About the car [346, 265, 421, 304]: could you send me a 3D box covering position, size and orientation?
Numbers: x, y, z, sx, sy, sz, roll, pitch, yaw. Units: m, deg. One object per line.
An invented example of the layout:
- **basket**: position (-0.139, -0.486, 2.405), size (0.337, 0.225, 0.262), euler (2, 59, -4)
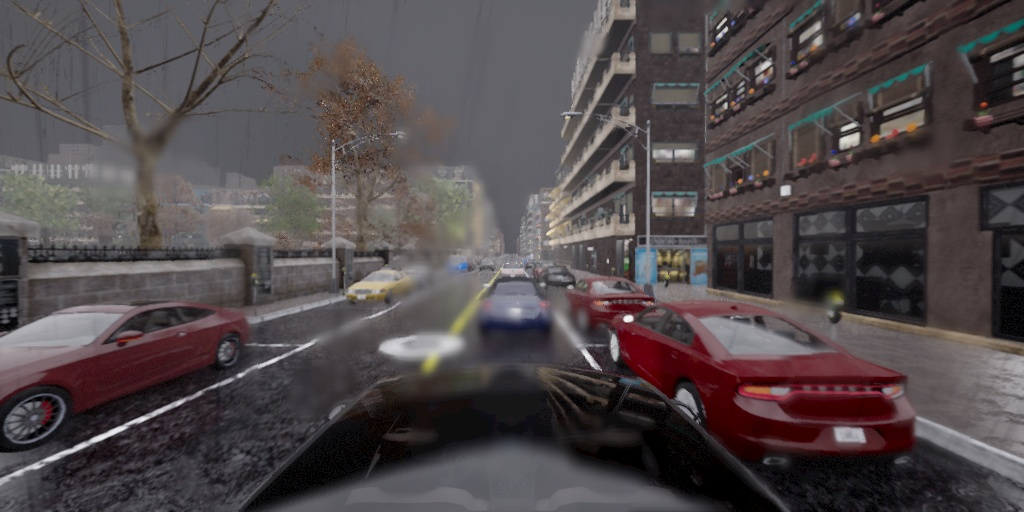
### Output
- **car**: position (-5.693, 1.223, 15.980), size (1.751, 1.417, 4.829), euler (0, 0, 0)

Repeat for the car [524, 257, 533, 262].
- **car**: position (2.681, 1.150, 49.363), size (1.948, 1.339, 4.313), euler (0, 0, 0)

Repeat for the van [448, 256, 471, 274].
- **van**: position (-5.697, 0.962, 38.290), size (1.690, 1.789, 3.998), euler (0, 0, 0)

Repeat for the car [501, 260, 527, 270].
- **car**: position (0.091, 1.249, 30.493), size (1.895, 1.301, 4.718), euler (0, 0, 1)

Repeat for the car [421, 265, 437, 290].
- **car**: position (-5.694, 1.229, 21.685), size (2.007, 1.370, 4.403), euler (0, 0, 0)

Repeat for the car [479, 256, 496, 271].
- **car**: position (-3.014, 1.112, 44.510), size (1.837, 1.490, 4.892), euler (0, 0, 0)

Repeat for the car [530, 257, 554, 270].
- **car**: position (2.685, 1.099, 27.222), size (1.967, 1.591, 4.097), euler (0, 0, 0)

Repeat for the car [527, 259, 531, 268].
- **car**: position (2.684, 1.206, 32.758), size (1.948, 1.339, 4.313), euler (0, 0, 0)

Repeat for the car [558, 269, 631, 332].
- **car**: position (2.689, 1.262, 10.617), size (1.888, 1.381, 4.507), euler (0, 0, 0)

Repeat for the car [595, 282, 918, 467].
- **car**: position (2.690, 1.282, 5.082), size (1.888, 1.381, 4.507), euler (0, 0, 0)

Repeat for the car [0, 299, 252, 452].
- **car**: position (-5.691, 1.319, 5.080), size (1.802, 1.307, 4.207), euler (0, 0, 0)

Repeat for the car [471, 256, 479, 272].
- **car**: position (-5.699, 0.918, 43.826), size (2.192, 1.841, 5.009), euler (0, 0, 0)

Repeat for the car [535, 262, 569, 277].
- **car**: position (2.686, 1.244, 21.688), size (1.948, 1.339, 4.313), euler (0, 0, 0)

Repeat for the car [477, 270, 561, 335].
- **car**: position (0.097, 1.282, 10.458), size (1.994, 1.385, 4.181), euler (0, 0, 0)
